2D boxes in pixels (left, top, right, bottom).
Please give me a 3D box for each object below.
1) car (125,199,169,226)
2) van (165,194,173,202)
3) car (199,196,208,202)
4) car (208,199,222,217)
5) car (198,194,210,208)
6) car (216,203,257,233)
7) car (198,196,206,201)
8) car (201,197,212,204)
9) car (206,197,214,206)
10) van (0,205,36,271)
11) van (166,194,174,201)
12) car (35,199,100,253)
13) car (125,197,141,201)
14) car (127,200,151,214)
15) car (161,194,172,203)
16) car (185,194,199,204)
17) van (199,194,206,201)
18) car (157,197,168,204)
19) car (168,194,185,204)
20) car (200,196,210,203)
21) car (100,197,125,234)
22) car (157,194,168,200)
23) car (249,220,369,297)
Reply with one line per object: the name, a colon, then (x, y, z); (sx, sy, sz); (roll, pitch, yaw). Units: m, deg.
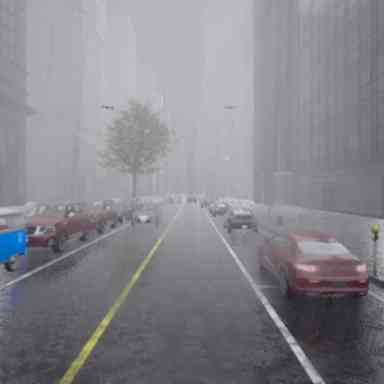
car: (-3.096, 1.529, 23.686); (2.128, 1.511, 4.902); (0, 0, 0)
van: (-5.750, 1.495, 82.108); (1.690, 1.788, 3.998); (0, 0, 0)
car: (2.775, 1.704, 82.115); (2.008, 1.369, 4.403); (0, 0, 0)
car: (2.767, 1.631, 31.017); (1.802, 1.307, 4.206); (0, 0, 0)
car: (2.395, 1.435, 49.076); (2.097, 1.767, 4.553); (0, 0, 0)
car: (2.765, 1.582, 19.662); (2.008, 1.369, 4.403); (0, 0, 0)
car: (2.777, 1.725, 93.470); (1.887, 1.381, 4.507); (0, 0, 0)
car: (2.772, 1.667, 65.082); (2.008, 1.369, 4.403); (0, 0, 0)
car: (2.768, 1.585, 36.864); (1.752, 1.417, 4.829); (0, 0, 0)
van: (-5.762, 1.354, 8.301); (1.690, 1.788, 3.998); (0, 0, 0)
van: (-5.750, 1.508, 87.785); (1.690, 1.788, 3.998); (0, 0, 0)
car: (-5.761, 1.337, 13.979); (2.192, 1.841, 5.009); (0, 0, 0)
car: (-5.758, 1.364, 31.011); (2.192, 1.841, 5.009); (0, 0, 0)
car: (-5.757, 1.610, 36.688); (2.008, 1.369, 4.403); (0, 0, 0)
car: (-5.751, 1.456, 76.430); (2.192, 1.841, 5.009); (0, 0, 0)
car: (0.015, 1.636, 68.621); (1.837, 1.490, 4.892); (0, -2, 0)
van: (2.775, 1.508, 87.794); (1.690, 1.788, 3.998); (0, 0, 0)
car: (-5.753, 1.698, 65.075); (1.802, 1.307, 4.206); (0, 0, 0)
car: (-3.010, 1.610, 64.029); (2.128, 1.511, 4.902); (0, 0, 1)
car: (2.773, 1.568, 70.759); (1.967, 1.590, 4.097); (0, 0, 0)
car: (-5.760, 1.346, 19.657); (2.192, 1.841, 5.009); (0, 0, 0)
car: (-5.754, 1.629, 59.227); (1.752, 1.417, 4.829); (0, 0, 0)
car: (2.763, 1.595, 8.306); (1.802, 1.307, 4.206); (0, 0, 0)
